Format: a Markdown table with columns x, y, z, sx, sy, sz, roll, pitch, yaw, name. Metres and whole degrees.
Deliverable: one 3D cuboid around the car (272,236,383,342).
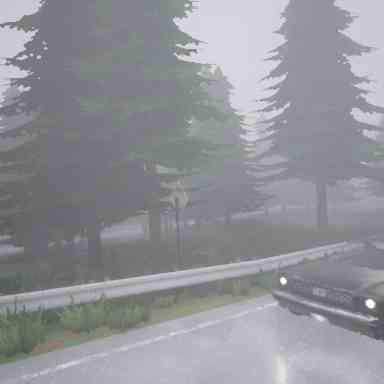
| x | y | z | sx | sy | sz | roll | pitch | yaw | name |
| --- | --- | --- | --- | --- | --- | --- | --- | --- | --- |
| 3.702 | 1.594 | 6.353 | 4.718 | 1.301 | 1.895 | 0 | 0 | -37 | car |
